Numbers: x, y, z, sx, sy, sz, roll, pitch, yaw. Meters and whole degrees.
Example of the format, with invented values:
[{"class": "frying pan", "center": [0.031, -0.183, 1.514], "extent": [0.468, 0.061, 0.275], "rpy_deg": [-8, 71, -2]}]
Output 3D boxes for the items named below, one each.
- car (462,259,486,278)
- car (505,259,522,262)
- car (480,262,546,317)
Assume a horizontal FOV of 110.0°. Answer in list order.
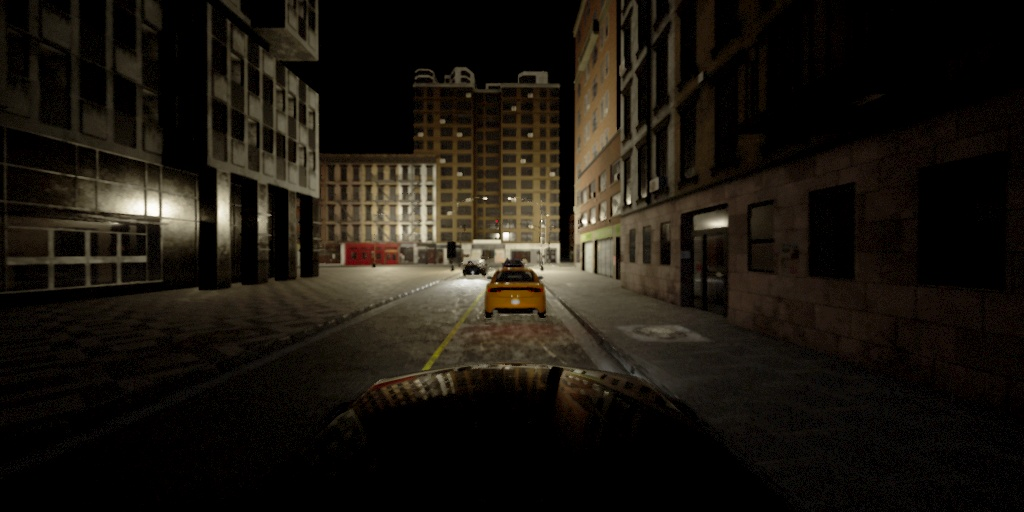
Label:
[{"class": "car", "center": [-3.079, 1.010, 30.776], "extent": [2.128, 1.511, 4.902], "rpy_deg": [0, 0, 0]}, {"class": "car", "center": [0.116, 0.998, 30.390], "extent": [1.882, 1.535, 5.008], "rpy_deg": [0, 0, 0]}, {"class": "car", "center": [0.104, 1.144, 12.759], "extent": [1.882, 1.535, 5.008], "rpy_deg": [0, 0, 0]}]
